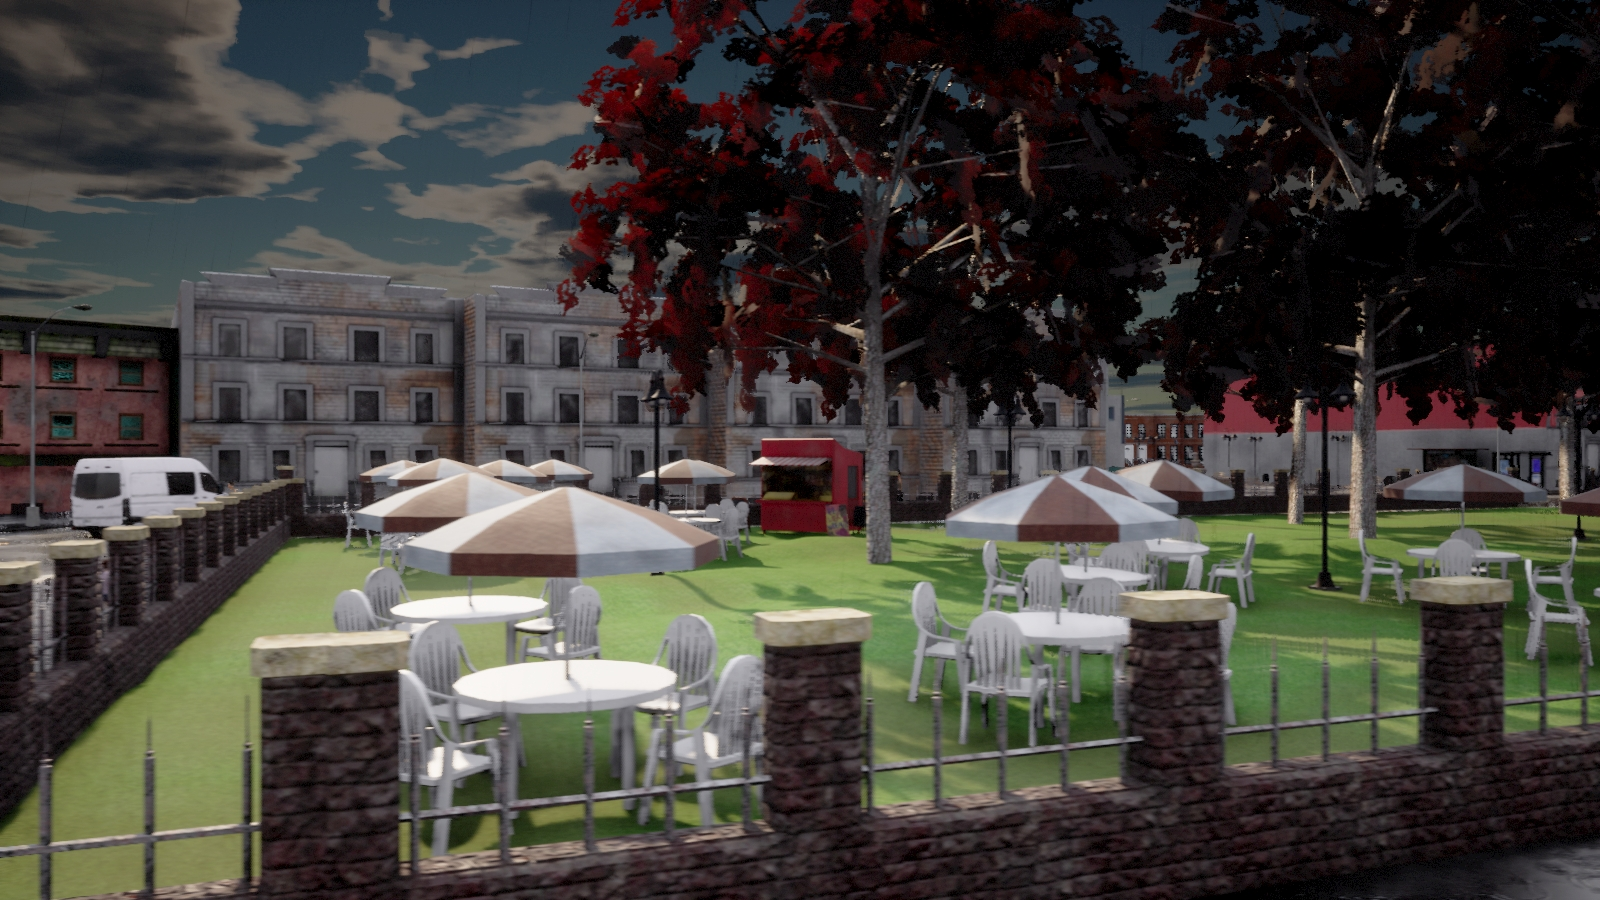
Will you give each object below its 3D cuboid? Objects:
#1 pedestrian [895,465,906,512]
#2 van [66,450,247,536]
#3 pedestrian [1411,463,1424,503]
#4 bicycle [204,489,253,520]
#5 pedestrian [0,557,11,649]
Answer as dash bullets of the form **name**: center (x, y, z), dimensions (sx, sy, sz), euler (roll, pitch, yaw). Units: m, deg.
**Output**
- **pedestrian**: center (4.002, 1.523, 45.454), dimensions (0.375, 1.860, 0.375), euler (0, 0, -9)
- **van**: center (-20.969, 1.316, 37.602), dimensions (1.988, 2.561, 5.915), euler (-1, 0, 8)
- **pedestrian**: center (28.685, 1.525, 53.103), dimensions (0.375, 1.860, 0.375), euler (0, 0, -20)
- **bicycle**: center (-21.639, 2.038, 43.267), dimensions (1.487, 1.080, 0.859), euler (0, 2, -40)
- **pedestrian**: center (-10.117, 1.897, 14.094), dimensions (0.500, 1.100, 0.500), euler (0, 0, -15)
